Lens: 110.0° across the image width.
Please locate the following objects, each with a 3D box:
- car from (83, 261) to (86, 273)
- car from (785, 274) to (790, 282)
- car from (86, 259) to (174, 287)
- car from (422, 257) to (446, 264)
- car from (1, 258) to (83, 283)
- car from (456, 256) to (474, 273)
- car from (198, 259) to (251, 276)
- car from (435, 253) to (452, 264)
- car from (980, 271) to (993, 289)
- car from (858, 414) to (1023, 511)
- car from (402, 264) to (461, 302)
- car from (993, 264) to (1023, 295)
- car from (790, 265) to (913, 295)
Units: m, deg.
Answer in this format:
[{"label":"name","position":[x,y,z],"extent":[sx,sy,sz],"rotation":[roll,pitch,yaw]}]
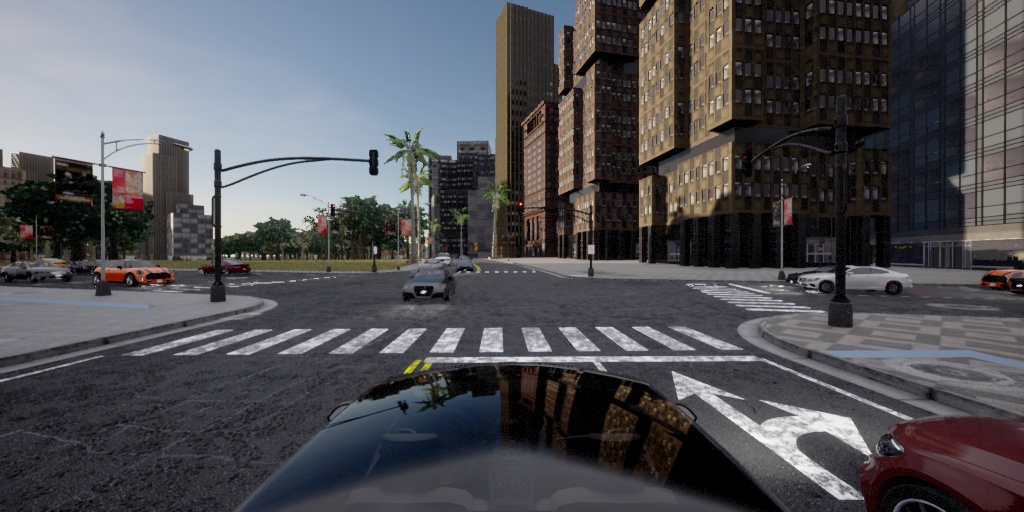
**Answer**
[{"label":"car","position":[-42.336,1.180,34.951],"extent":[4.718,1.301,1.895],"rotation":[0,0,15]},{"label":"car","position":[20.211,1.228,22.025],"extent":[5.357,1.411,2.033],"rotation":[0,0,12]},{"label":"car","position":[-24.574,1.004,23.357],"extent":[4.553,1.767,2.097],"rotation":[0,0,15]},{"label":"car","position":[-8.756,1.106,38.776],"extent":[1.895,1.301,4.718],"rotation":[0,1,-1]},{"label":"car","position":[-34.311,1.120,25.916],"extent":[4.902,1.511,2.128],"rotation":[0,0,15]},{"label":"car","position":[-5.199,1.047,39.427],"extent":[2.033,1.411,5.357],"rotation":[0,1,-9]},{"label":"car","position":[-27.649,1.076,34.463],"extent":[5.008,1.535,1.882],"rotation":[0,0,15]},{"label":"car","position":[-10.350,0.533,54.131],"extent":[2.150,2.045,5.566],"rotation":[0,1,-8]},{"label":"car","position":[29.236,1.039,19.621],"extent":[4.553,1.767,2.097],"rotation":[0,0,15]},{"label":"car","position":[3.266,1.276,0.435],"extent":[1.812,1.442,4.674],"rotation":[0,0,0]},{"label":"car","position":[-3.736,1.285,16.829],"extent":[1.994,1.385,4.181],"rotation":[0,0,-3]},{"label":"car","position":[26.621,1.263,16.952],"extent":[4.181,1.385,1.994],"rotation":[0,0,14]},{"label":"car","position":[18.159,1.219,19.169],"extent":[4.674,1.442,1.812],"rotation":[0,0,15]}]
